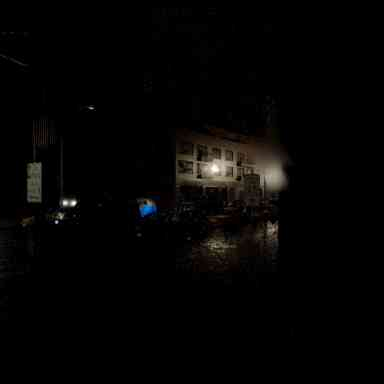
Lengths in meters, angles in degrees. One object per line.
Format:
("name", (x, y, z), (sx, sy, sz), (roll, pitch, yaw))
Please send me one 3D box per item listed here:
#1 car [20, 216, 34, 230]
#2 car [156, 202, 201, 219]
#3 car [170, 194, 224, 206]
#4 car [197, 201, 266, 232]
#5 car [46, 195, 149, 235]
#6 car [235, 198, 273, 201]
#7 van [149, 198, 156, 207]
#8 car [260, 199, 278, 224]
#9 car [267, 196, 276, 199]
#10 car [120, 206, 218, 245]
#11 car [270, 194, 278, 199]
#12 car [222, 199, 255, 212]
("car", (-7.913, 1.514, 20.425), (1.752, 1.417, 4.829), (0, 0, 36))
("car", (-1.153, 1.572, 29.741), (1.802, 1.307, 4.206), (0, 0, 36))
("car", (0.682, 1.216, 27.890), (2.150, 2.045, 5.566), (0, 0, 36))
("car", (2.526, 1.531, 20.294), (1.752, 1.417, 4.829), (0, 0, 36))
("car", (-5.407, 1.216, 19.507), (2.150, 2.045, 5.566), (0, 0, 36))
("car", (6.751, 1.590, 36.238), (1.895, 1.301, 4.718), (0, 0, 36))
("van", (-4.483, 1.331, 25.151), (1.690, 1.788, 3.998), (0, 0, 36))
("car", (5.855, 1.531, 24.883), (1.752, 1.417, 4.829), (0, 0, 36))
("car", (8.836, 1.544, 43.506), (1.947, 1.339, 4.313), (0, 0, 36))
("car", (-0.903, 1.556, 15.570), (2.008, 1.369, 4.403), (0, 0, 36))
("car", (12.167, 1.288, 48.094), (2.192, 1.841, 5.009), (0, 0, 36))
("car", (5.507, 1.549, 38.917), (1.947, 1.339, 4.313), (0, 0, 36))
